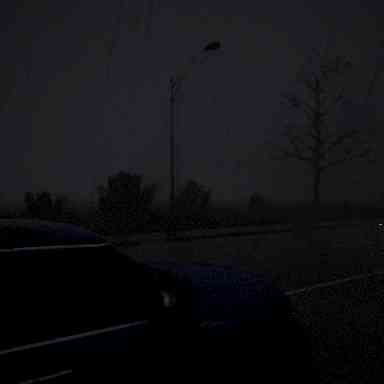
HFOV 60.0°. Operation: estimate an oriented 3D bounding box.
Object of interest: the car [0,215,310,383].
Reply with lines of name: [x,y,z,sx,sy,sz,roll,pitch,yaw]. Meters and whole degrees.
car: [-1.479,1.215,2.597,5.566,2.045,2.150,0,0,-35]
